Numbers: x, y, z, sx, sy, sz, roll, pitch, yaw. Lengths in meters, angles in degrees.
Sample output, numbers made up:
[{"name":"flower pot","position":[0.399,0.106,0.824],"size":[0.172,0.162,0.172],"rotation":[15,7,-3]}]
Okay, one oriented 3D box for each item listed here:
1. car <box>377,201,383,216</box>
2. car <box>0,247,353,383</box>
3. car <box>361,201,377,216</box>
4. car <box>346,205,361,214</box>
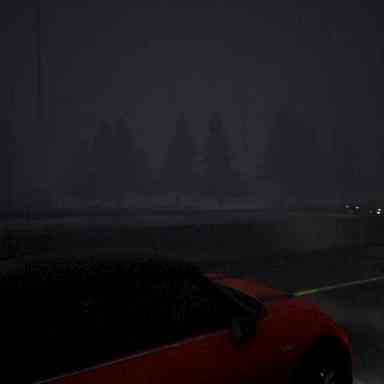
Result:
[{"name":"car","position":[17.462,1.361,26.169],"size":[4.553,1.767,2.097],"rotation":[0,0,-13]},{"name":"car","position":[-0.521,1.339,3.108],"size":[4.553,1.767,2.097],"rotation":[0,0,-34]},{"name":"car","position":[18.193,1.507,29.941],"size":[4.892,1.490,1.837],"rotation":[0,0,-13]},{"name":"car","position":[18.037,1.593,33.542],"size":[4.718,1.301,1.895],"rotation":[0,0,-12]}]
